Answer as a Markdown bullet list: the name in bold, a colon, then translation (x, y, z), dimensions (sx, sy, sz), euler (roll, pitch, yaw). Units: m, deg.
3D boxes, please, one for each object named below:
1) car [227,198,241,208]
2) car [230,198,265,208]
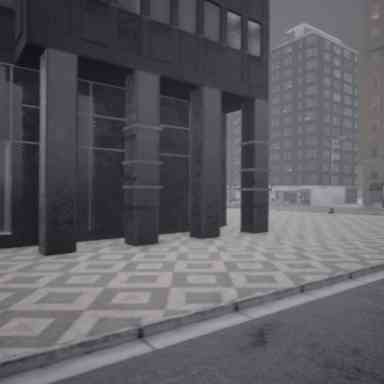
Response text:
- **car**: translation (6.254, 1.619, 48.500), dimensions (1.895, 1.301, 4.718), euler (1, 0, -36)
- **car**: translation (8.439, 1.595, 51.046), dimensions (2.033, 1.411, 5.357), euler (1, 0, -35)
